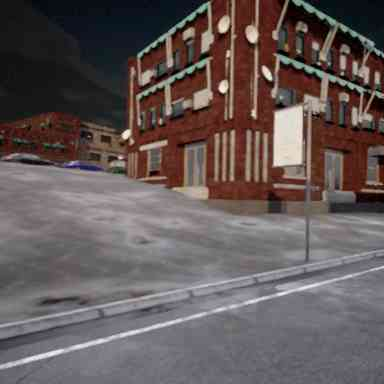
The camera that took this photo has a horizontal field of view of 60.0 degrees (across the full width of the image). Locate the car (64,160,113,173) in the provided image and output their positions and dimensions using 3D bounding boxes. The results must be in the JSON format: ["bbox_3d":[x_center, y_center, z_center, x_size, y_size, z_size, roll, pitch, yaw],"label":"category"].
[{"bbox_3d":[-10.908,-2.435,34.048,2.002,1.452,4.674,1,-2,40],"label":"car"}]

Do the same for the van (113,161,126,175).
[{"bbox_3d":[-7.321,-2.435,38.449,1.878,1.987,4.442,1,-2,39],"label":"van"}]

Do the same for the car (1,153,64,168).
[{"bbox_3d":[-14.469,-2.672,29.807,2.002,1.452,4.674,0,-2,41],"label":"car"}]
